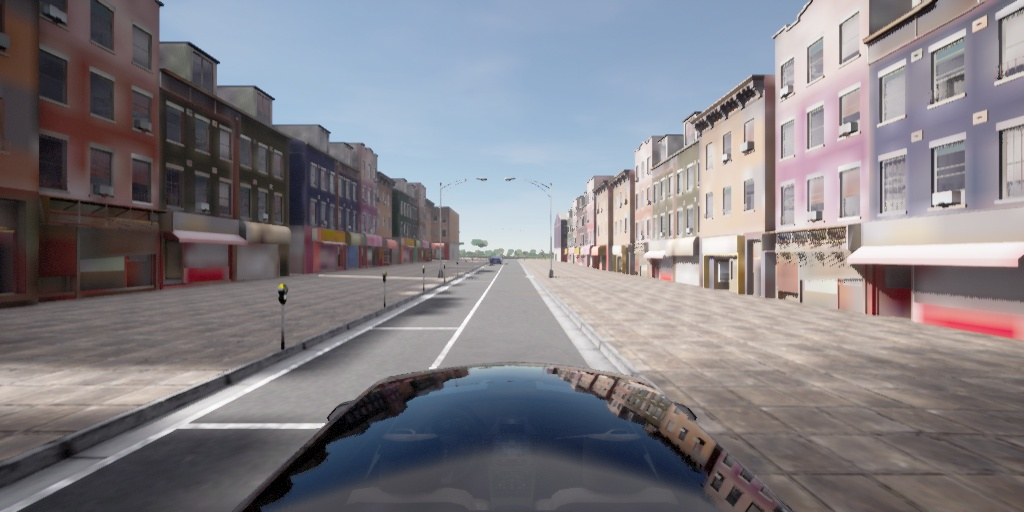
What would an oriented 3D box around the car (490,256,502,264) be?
[{"bbox_3d":[-2.750,0.715,61.640,1.837,1.490,4.892,0,1,0],"label":"car"}]
